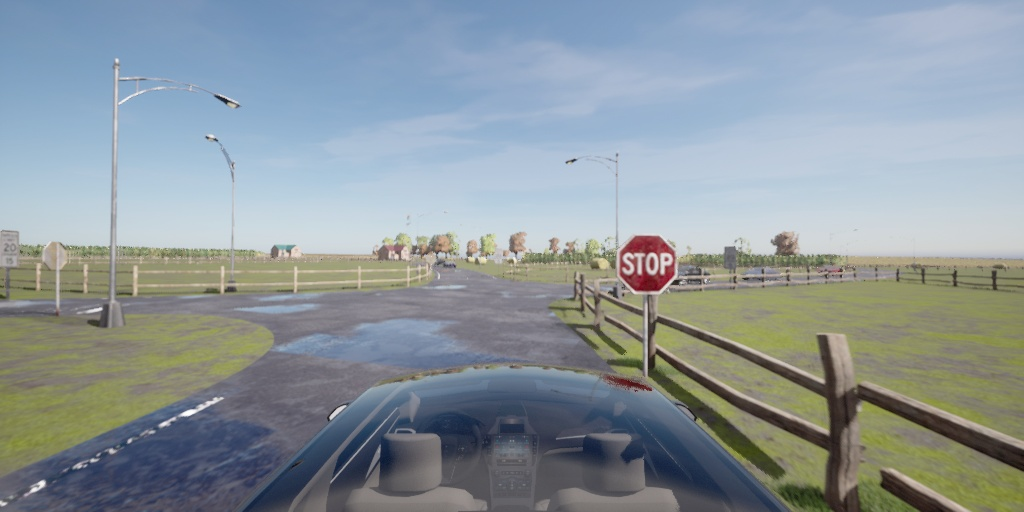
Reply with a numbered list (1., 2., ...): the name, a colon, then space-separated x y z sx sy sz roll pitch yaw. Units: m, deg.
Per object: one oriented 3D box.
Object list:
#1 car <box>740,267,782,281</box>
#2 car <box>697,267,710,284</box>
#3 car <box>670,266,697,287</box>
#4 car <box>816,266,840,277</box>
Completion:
1. car: 25.775 1.847 37.067 5.357 1.411 2.033 1 -1 -31
2. car: 14.883 1.641 30.723 4.892 1.490 1.837 1 -1 -29
3. car: 10.038 1.515 24.781 4.902 1.511 2.128 1 -1 -27
4. car: 42.468 2.038 47.993 5.008 1.535 1.882 1 -1 -35
